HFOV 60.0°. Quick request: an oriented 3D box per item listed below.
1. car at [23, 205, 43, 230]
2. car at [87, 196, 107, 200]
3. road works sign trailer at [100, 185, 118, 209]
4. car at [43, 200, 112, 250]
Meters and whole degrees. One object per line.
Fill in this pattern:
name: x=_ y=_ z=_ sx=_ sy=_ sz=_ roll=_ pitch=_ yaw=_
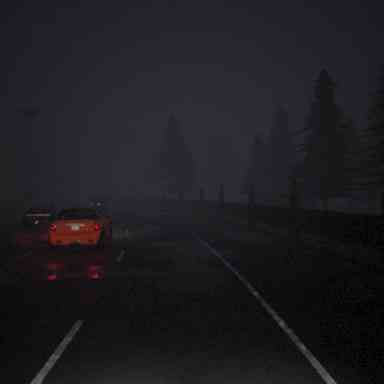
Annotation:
car: x=-9.789 y=1.602 z=22.165 sx=2.128 sy=1.511 sz=4.902 roll=0 pitch=0 yaw=-13
car: x=-10.314 y=1.395 z=35.925 sx=2.150 sy=2.045 sz=5.566 roll=0 pitch=0 yaw=-21
road works sign trailer: x=-12.731 y=0.704 z=50.190 sx=2.380 sy=3.560 sz=2.880 roll=0 pitch=0 yaw=-31
car: x=-4.826 y=1.425 z=14.929 sx=2.097 sy=1.767 sz=4.553 roll=0 pitch=0 yaw=-8
